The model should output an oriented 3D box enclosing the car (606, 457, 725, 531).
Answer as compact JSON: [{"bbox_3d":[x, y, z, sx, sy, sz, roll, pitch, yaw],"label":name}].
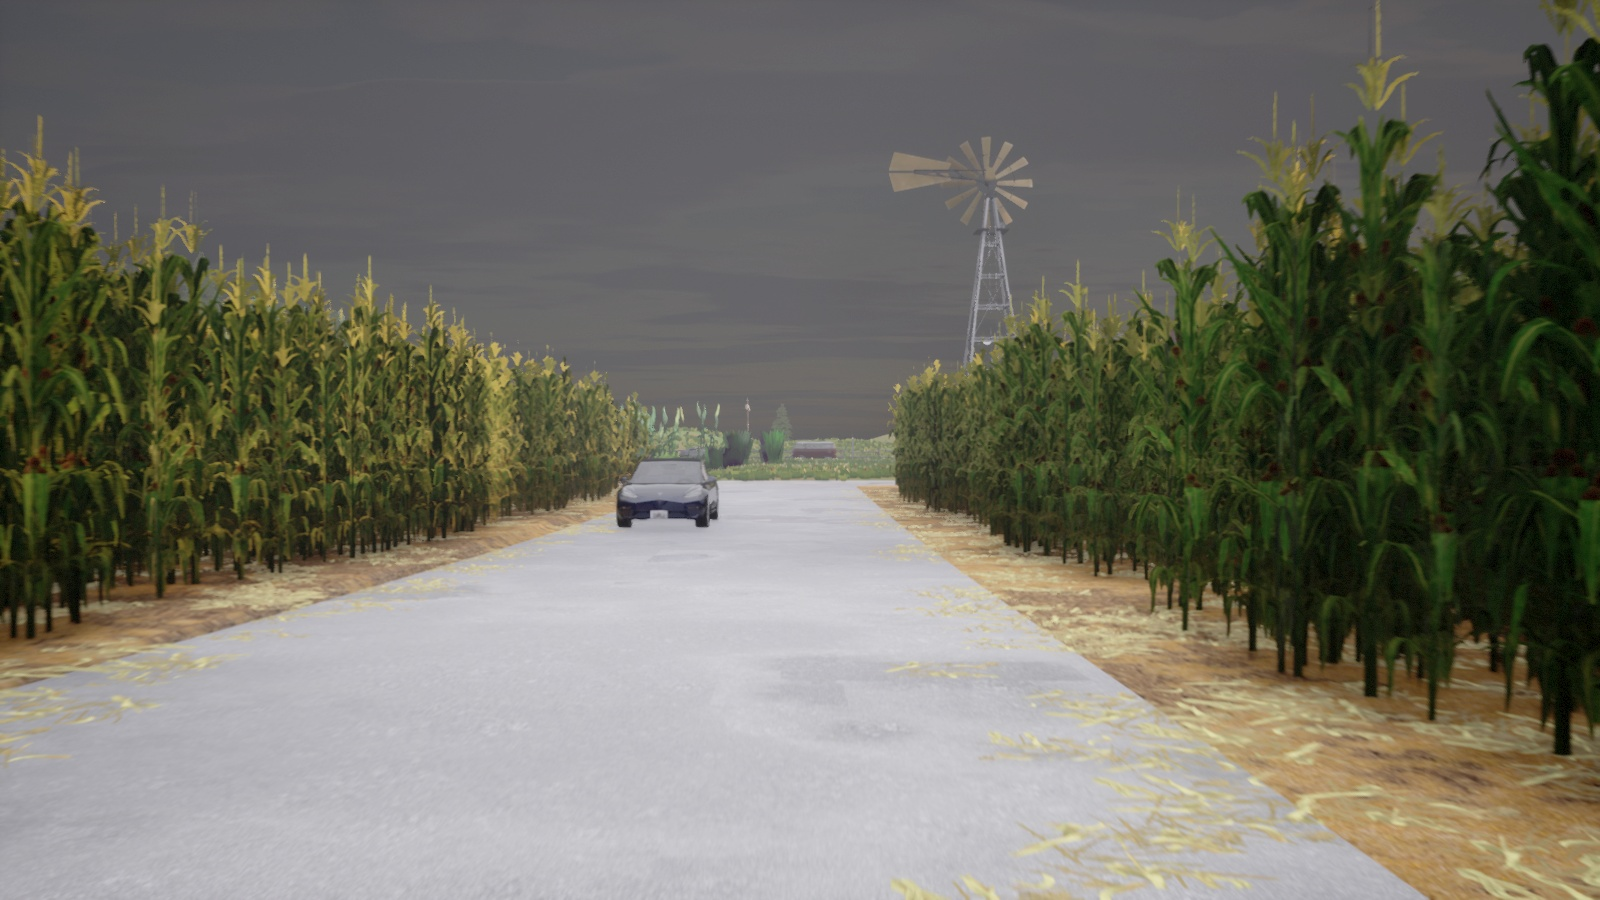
[{"bbox_3d":[-2.924,0.918,28.363,2.163,1.488,4.792,0,0,0],"label":"car"}]
